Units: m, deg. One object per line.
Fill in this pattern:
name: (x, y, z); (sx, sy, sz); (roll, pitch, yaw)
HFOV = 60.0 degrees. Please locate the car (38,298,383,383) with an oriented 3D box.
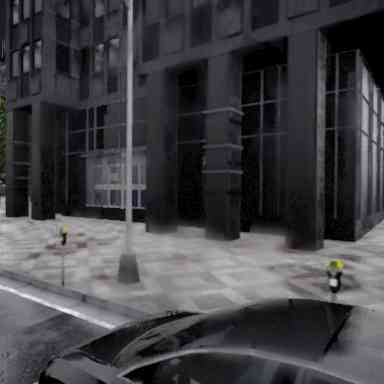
car: (0.643, 1.557, 2.506); (4.313, 1.339, 1.947); (1, 0, 36)
